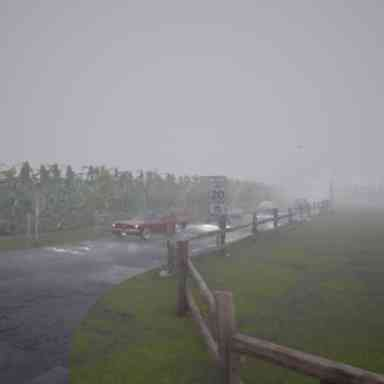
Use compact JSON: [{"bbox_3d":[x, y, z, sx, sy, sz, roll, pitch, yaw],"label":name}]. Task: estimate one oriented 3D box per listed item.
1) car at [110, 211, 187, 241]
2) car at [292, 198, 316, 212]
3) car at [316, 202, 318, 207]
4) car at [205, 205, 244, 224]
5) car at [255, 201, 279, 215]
[{"bbox_3d":[-2.199,1.725,17.955,1.895,1.301,4.718,0,0,30],"label":"car"},{"bbox_3d":[14.324,1.600,42.986,2.097,1.767,4.553,0,0,26],"label":"car"},{"bbox_3d":[18.486,1.886,51.871,1.895,1.301,4.718,0,0,25],"label":"car"},{"bbox_3d":[2.641,1.730,26.635,1.994,1.385,4.181,0,0,28],"label":"car"},{"bbox_3d":[8.655,1.745,38.051,1.812,1.442,4.674,0,0,27],"label":"car"}]
